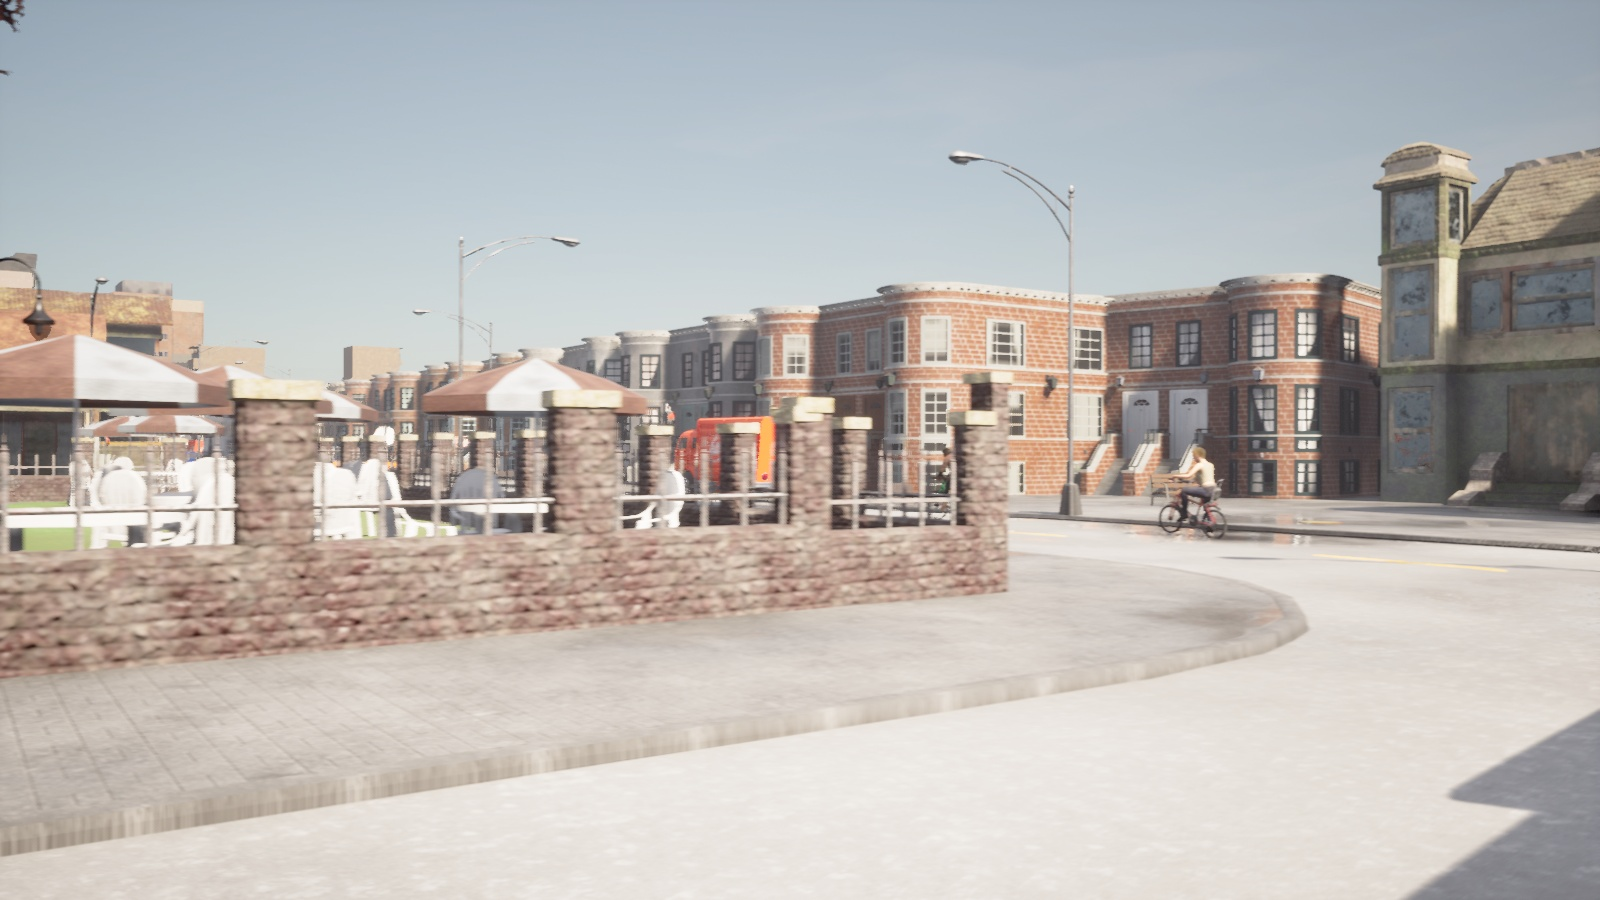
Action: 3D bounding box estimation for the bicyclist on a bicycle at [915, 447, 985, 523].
[{"bbox_3d":[3.312,0.759,27.809,0.582,1.620,1.656,0,-1,-35],"label":"bicyclist on a bicycle"}]

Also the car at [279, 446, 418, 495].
[{"bbox_3d":[-17.249,0.758,48.087,2.097,1.767,4.553,0,0,44],"label":"car"}]

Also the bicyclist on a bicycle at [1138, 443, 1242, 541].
[{"bbox_3d":[6.964,0.719,22.498,0.866,1.612,1.509,0,3,-34],"label":"bicyclist on a bicycle"}]

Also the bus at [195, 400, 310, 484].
[{"bbox_3d":[-30.423,-0.397,69.422,3.944,4.253,10.273,0,0,-34],"label":"bus"}]

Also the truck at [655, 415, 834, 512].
[{"bbox_3d":[-1.648,0.347,34.954,2.627,2.467,5.204,0,0,-35],"label":"truck"}]
